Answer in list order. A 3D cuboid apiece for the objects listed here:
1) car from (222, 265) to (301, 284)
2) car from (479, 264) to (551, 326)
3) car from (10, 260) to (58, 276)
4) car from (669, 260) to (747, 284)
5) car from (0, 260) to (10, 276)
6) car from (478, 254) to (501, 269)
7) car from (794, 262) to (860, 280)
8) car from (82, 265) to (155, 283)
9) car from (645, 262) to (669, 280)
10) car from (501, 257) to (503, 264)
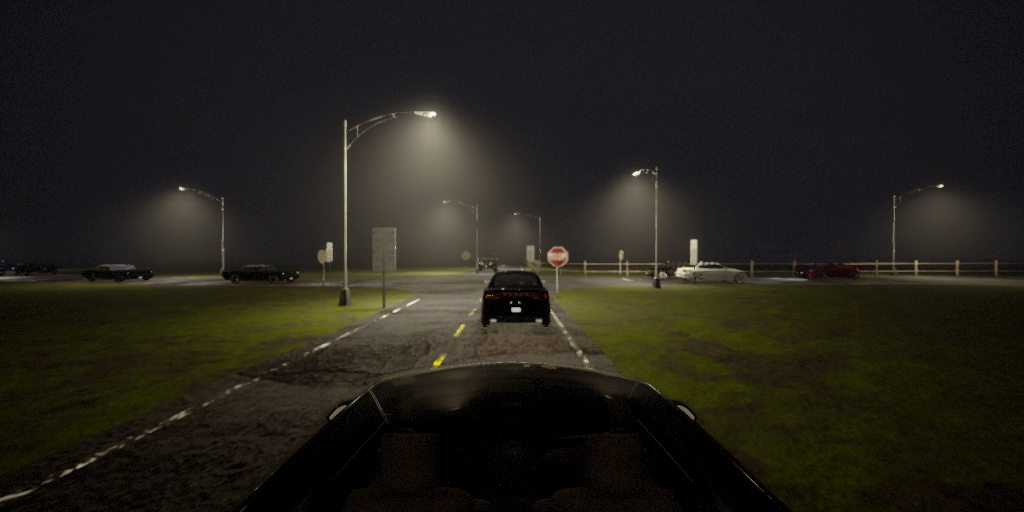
[{"bbox_3d":[-17.775,1.285,25.578,4.718,1.301,1.895,0,1,6],"label":"car"},{"bbox_3d":[0.102,1.185,11.451,1.882,1.535,5.008,0,0,0],"label":"car"},{"bbox_3d":[-48.277,1.145,36.368,5.008,1.535,1.882,0,1,25],"label":"car"},{"bbox_3d":[14.127,1.173,25.569,4.674,1.442,1.812,0,1,-2],"label":"car"},{"bbox_3d":[-50.518,1.196,34.254,4.902,1.511,2.128,0,1,24],"label":"car"},{"bbox_3d":[-2.849,0.797,42.489,2.150,2.045,5.566,0,0,0],"label":"car"},{"bbox_3d":[25.219,1.159,28.805,4.181,1.385,1.994,0,1,-2],"label":"car"},{"bbox_3d":[-30.109,1.306,27.484,4.718,1.301,1.895,0,1,13],"label":"car"},{"bbox_3d":[13.210,1.084,28.497,5.008,1.535,1.882,0,1,0],"label":"car"},{"bbox_3d":[-2.802,1.081,56.217,1.994,1.385,4.181,0,0,0],"label":"car"}]
